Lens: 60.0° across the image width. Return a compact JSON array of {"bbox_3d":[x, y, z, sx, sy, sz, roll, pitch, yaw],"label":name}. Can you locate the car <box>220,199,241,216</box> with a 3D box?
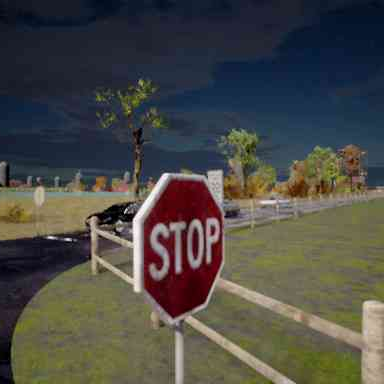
[{"bbox_3d":[2.154,1.238,26.121,1.994,1.385,4.181,-1,0,35],"label":"car"}]

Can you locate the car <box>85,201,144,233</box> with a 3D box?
[{"bbox_3d":[-3.486,1.280,17.961,1.837,1.490,4.892,-1,0,34],"label":"car"}]

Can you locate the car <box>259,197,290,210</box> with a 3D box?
[{"bbox_3d":[8.841,1.157,35.702,1.895,1.301,4.718,-1,0,35],"label":"car"}]
